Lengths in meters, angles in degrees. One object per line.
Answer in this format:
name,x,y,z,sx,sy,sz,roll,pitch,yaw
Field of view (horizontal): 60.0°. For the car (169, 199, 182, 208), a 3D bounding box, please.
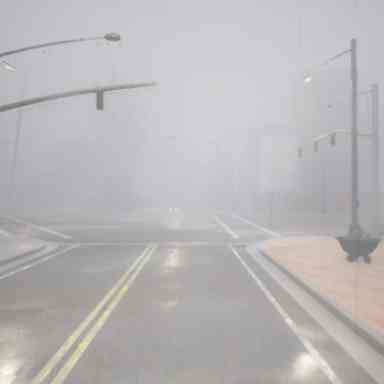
car,-3.533,2.430,65.882,2.128,1.511,4.902,0,-1,0
